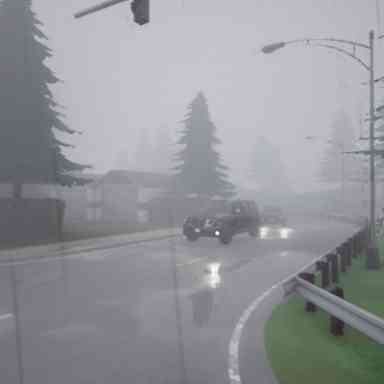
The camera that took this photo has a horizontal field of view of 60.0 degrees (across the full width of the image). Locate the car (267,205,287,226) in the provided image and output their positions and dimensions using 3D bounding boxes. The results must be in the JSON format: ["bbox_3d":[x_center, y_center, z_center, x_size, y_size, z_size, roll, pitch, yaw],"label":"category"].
[{"bbox_3d":[6.380,1.812,26.321,1.837,1.490,4.892,0,-1,13],"label":"car"}]

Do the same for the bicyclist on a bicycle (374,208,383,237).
[{"bbox_3d":[10.457,1.662,17.771,1.656,1.620,0.582,-1,0,34],"label":"bicyclist on a bicycle"}]

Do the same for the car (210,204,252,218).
[{"bbox_3d":[4.143,1.991,36.121,4.181,1.385,1.994,-1,-1,44],"label":"car"}]

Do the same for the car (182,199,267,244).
[{"bbox_3d":[1.750,1.420,17.416,2.150,2.045,5.566,0,-1,33],"label":"car"}]
